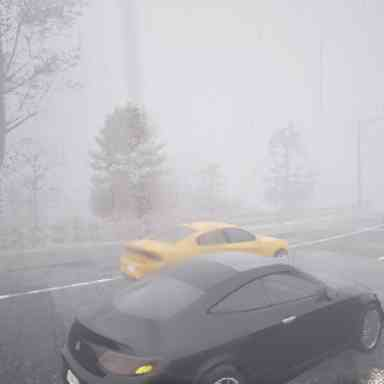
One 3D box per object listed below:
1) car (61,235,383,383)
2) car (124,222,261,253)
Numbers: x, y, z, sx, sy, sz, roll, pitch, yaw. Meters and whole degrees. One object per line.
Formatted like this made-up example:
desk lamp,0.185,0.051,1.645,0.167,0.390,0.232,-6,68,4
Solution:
car,0.744,1.554,4.451,4.674,1.442,1.812,0,0,-37
car,0.603,1.534,8.855,5.008,1.535,1.882,0,0,-38
